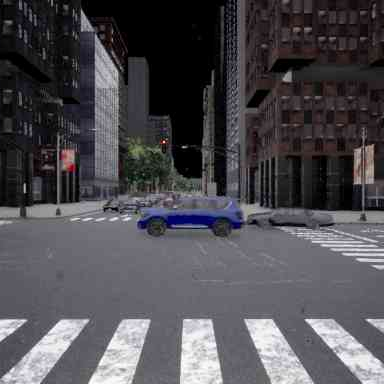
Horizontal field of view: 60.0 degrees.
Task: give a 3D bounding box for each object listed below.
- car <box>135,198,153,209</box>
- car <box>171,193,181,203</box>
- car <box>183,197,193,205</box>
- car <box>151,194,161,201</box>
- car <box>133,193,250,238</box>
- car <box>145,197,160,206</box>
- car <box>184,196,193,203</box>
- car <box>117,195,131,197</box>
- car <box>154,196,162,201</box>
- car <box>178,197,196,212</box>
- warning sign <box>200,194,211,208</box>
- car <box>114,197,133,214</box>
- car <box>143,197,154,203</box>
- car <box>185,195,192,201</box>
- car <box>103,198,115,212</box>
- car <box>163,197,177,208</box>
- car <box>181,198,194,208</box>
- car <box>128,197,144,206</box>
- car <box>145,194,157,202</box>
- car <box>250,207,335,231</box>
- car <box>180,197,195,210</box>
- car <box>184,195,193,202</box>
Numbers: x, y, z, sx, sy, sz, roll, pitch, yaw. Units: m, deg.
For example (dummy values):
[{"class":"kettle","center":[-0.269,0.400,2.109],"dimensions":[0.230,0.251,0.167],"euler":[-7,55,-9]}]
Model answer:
[{"class":"car","center":[-6.490,1.587,45.404],"dimensions":[1.994,1.385,4.181],"euler":[0,0,-1]},{"class":"car","center":[-3.555,1.324,76.013],"dimensions":[2.150,2.045,5.566],"euler":[0,0,0]},{"class":"car","center":[-0.715,1.603,60.718],"dimensions":[1.887,1.381,4.507],"euler":[0,0,0]},{"class":"car","center":[-9.401,1.449,87.805],"dimensions":[2.192,1.841,5.009],"euler":[0,0,0]},{"class":"car","center":[-0.028,1.246,17.640],"dimensions":[5.566,2.045,2.150],"euler":[1,0,0]},{"class":"car","center":[-6.530,1.551,55.597],"dimensions":[1.837,1.490,4.892],"euler":[0,0,0]},{"class":"car","center":[-0.780,1.613,71.738],"dimensions":[1.752,1.417,4.829],"euler":[0,0,0]},{"class":"car","center":[-9.144,1.335,44.397],"dimensions":[2.192,1.841,5.009],"euler":[0,0,0]},{"class":"car","center":[-9.432,1.696,93.230],"dimensions":[1.887,1.381,4.507],"euler":[0,0,0]},{"class":"car","center":[-0.586,1.448,39.019],"dimensions":[1.967,1.590,4.097],"euler":[0,0,0]},{"class":"warning sign","center":[1.703,1.132,42.703],"dimensions":[1.300,1.860,1.060],"euler":[0,0,0]},{"class":"car","center":[-6.434,1.548,35.450],"dimensions":[2.033,1.411,5.357],"euler":[0,0,-1]},{"class":"car","center":[-9.304,1.669,71.527],"dimensions":[1.802,1.307,4.206],"euler":[0,0,0]},{"class":"car","center":[-0.876,1.574,87.843],"dimensions":[1.967,1.590,4.097],"euler":[0,0,0]},{"class":"car","center":[-9.111,1.574,38.971],"dimensions":[1.947,1.339,4.313],"euler":[0,0,0]},{"class":"car","center":[-3.317,1.559,50.047],"dimensions":[1.812,1.442,4.674],"euler":[0,0,0]},{"class":"car","center":[-0.650,1.615,49.868],"dimensions":[1.802,1.307,4.206],"euler":[0,0,0]},{"class":"car","center":[-9.206,1.570,55.079],"dimensions":[1.752,1.417,4.829],"euler":[0,0,0]},{"class":"car","center":[-9.337,1.417,76.953],"dimensions":[2.192,1.841,5.009],"euler":[0,0,0]},{"class":"car","center":[6.259,1.656,21.421],"dimensions":[5.357,1.411,2.033],"euler":[1,0,8]},{"class":"car","center":[-0.618,1.461,44.444],"dimensions":[1.967,1.590,4.097],"euler":[0,0,0]},{"class":"car","center":[-0.844,1.558,82.418],"dimensions":[1.967,1.590,4.097],"euler":[0,0,0]}]
